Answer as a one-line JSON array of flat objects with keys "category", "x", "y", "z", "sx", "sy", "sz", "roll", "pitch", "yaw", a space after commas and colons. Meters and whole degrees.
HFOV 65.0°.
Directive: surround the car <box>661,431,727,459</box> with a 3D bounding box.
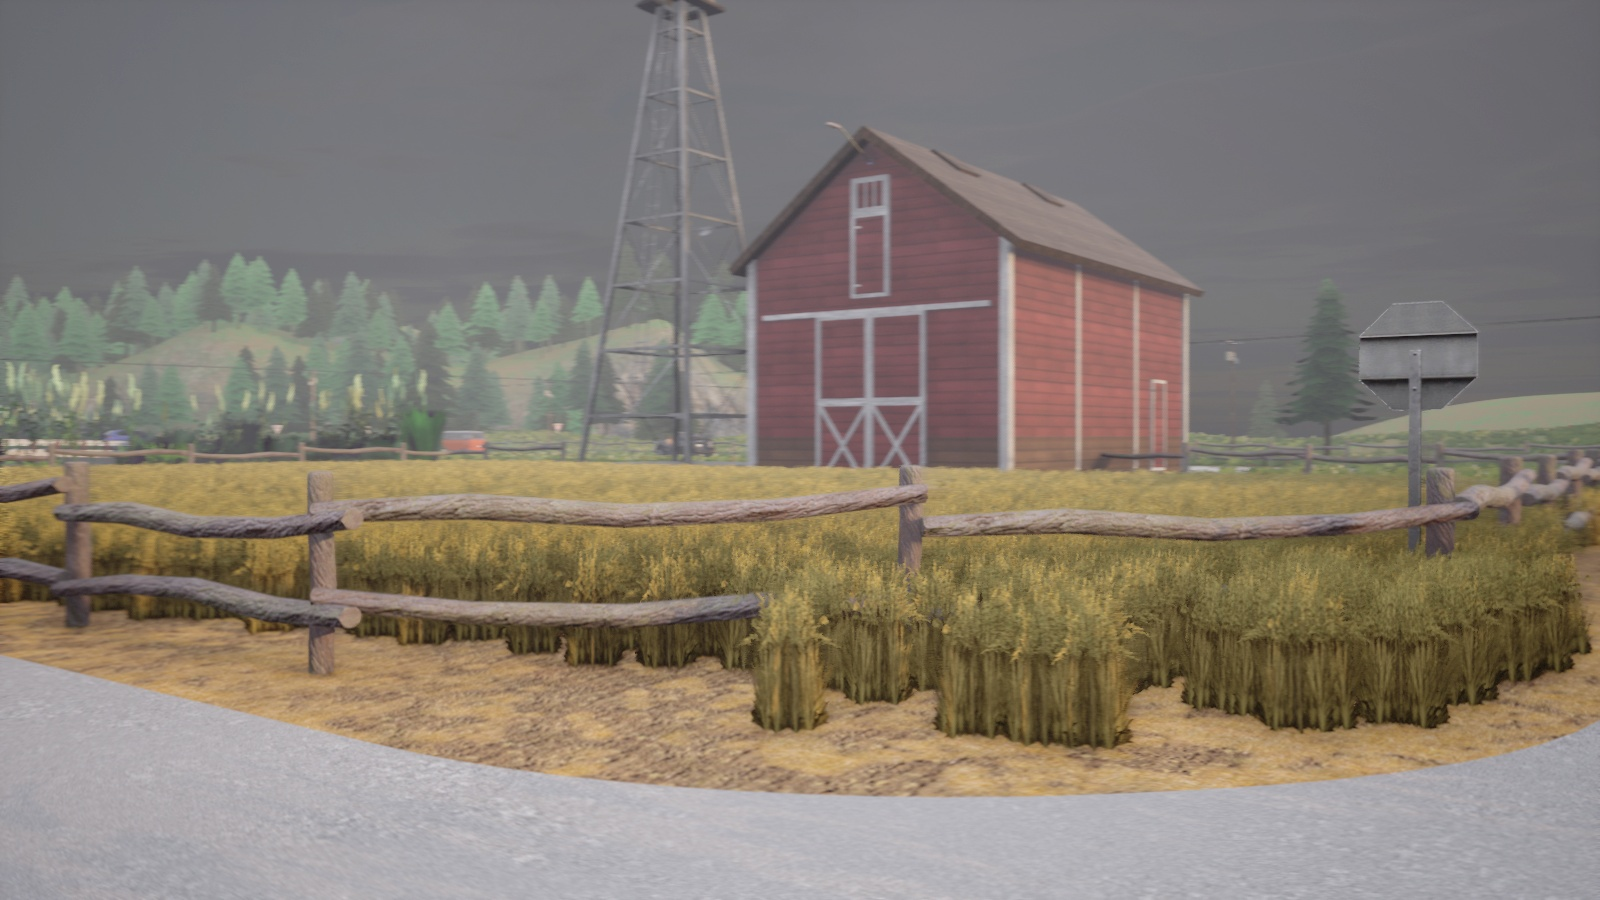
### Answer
[{"category": "car", "x": -7.333, "y": -0.381, "z": 86.543, "sx": 4.605, "sy": 1.855, "sz": 1.932, "roll": 1, "pitch": 1, "yaw": 42}]
